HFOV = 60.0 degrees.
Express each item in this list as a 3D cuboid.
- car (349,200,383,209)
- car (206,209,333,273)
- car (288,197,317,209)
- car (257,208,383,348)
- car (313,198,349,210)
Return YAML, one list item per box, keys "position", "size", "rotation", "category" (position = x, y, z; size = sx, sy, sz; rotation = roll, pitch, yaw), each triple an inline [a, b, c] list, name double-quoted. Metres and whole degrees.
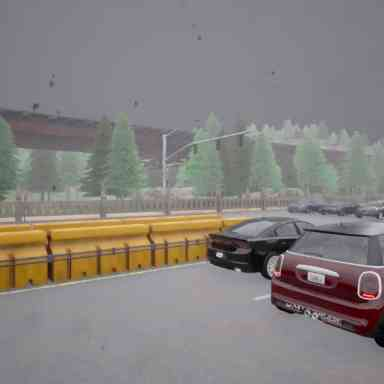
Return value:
- position: [15.712, 1.504, 28.090]
  size: [4.892, 1.490, 1.837]
  rotation: [0, 0, -35]
  category: "car"
- position: [2.738, 1.478, 10.027]
  size: [5.008, 1.535, 1.882]
  rotation: [0, 0, -35]
  category: "car"
- position: [11.836, 1.352, 33.922]
  size: [4.553, 1.767, 2.097]
  rotation: [0, 0, -35]
  category: "car"
- position: [3.660, 1.352, 6.395]
  size: [4.553, 1.767, 2.097]
  rotation: [0, 0, -35]
  category: "car"
- position: [14.129, 1.548, 31.259]
  size: [5.357, 1.411, 2.033]
  rotation: [0, 0, -35]
  category: "car"
